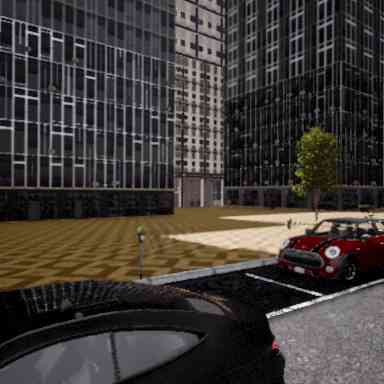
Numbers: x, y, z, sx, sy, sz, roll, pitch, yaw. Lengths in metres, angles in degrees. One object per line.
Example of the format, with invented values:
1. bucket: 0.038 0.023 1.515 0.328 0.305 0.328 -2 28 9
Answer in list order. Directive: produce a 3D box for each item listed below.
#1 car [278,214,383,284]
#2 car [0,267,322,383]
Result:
1. car: 4.381 1.484 9.689 4.097 1.590 1.967 0 0 -36
2. car: -1.252 1.527 2.481 4.674 1.442 1.812 0 0 -35
